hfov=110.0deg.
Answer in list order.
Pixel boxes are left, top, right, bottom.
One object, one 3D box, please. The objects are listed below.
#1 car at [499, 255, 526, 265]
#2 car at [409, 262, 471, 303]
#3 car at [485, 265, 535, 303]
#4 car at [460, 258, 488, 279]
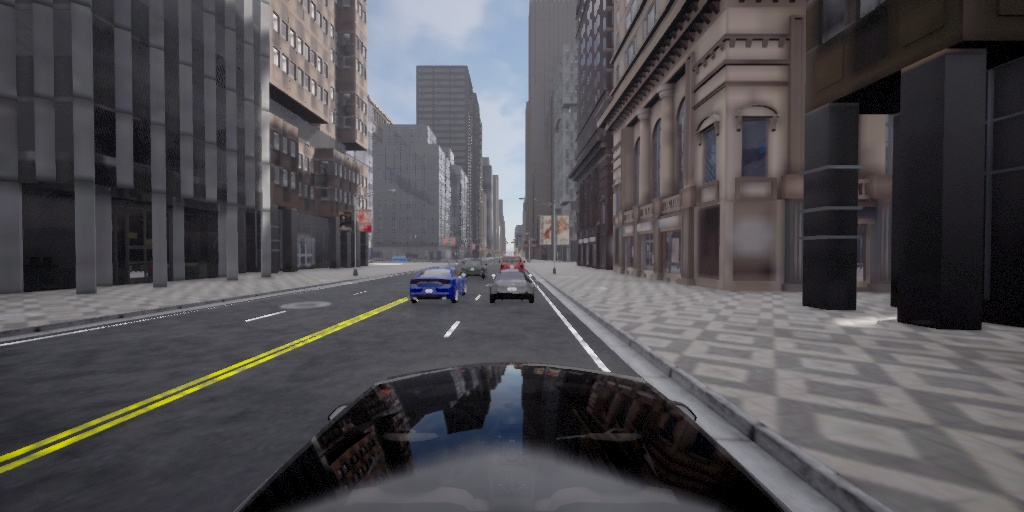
[{"bbox_3d":[0.001,0.975,31.531,2.150,2.045,5.566,0,0,0],"label":"car"},{"bbox_3d":[-3.250,1.220,16.501,1.882,1.535,5.008,0,0,0],"label":"car"},{"bbox_3d":[0.000,1.308,16.501,1.994,1.385,4.181,0,0,0],"label":"car"},{"bbox_3d":[-3.250,1.083,31.472,2.097,1.767,4.553,0,0,0],"label":"car"}]
